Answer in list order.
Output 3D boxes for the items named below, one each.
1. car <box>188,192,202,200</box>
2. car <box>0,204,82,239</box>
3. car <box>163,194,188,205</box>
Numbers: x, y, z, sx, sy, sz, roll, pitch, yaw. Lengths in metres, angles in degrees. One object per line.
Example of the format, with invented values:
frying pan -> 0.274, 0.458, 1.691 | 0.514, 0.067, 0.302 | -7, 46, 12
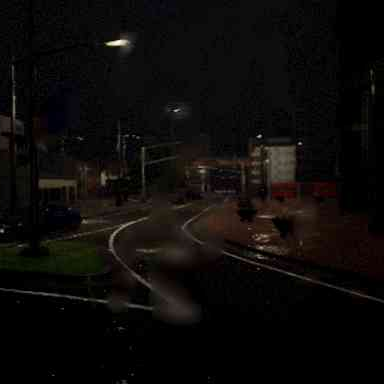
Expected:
car -> 0.179, 0.720, 58.929 | 1.812, 1.442, 4.674 | -1, 0, -25
car -> -7.398, 1.356, 16.515 | 1.812, 1.442, 4.674 | 0, 1, 18
car -> -2.335, 0.957, 43.773 | 2.033, 1.411, 5.357 | 0, 1, 8
